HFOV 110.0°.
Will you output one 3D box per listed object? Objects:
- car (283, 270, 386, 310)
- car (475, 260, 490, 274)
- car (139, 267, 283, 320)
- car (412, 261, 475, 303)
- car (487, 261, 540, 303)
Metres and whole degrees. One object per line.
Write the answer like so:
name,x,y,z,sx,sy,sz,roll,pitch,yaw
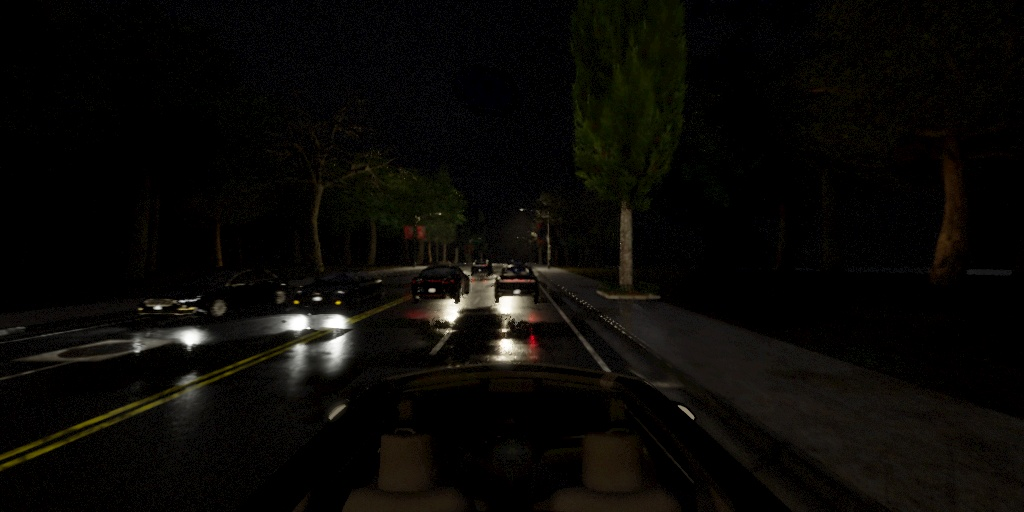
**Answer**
car,-6.511,1.234,13.992,1.994,1.385,4.181,0,0,1
car,-2.882,1.080,35.045,2.128,1.511,4.902,0,0,0
car,-9.775,1.173,12.341,1.837,1.490,4.892,0,0,1
car,-3.039,1.147,16.168,1.882,1.535,5.008,0,0,0
car,0.210,1.170,16.272,2.128,1.511,4.902,0,0,0
